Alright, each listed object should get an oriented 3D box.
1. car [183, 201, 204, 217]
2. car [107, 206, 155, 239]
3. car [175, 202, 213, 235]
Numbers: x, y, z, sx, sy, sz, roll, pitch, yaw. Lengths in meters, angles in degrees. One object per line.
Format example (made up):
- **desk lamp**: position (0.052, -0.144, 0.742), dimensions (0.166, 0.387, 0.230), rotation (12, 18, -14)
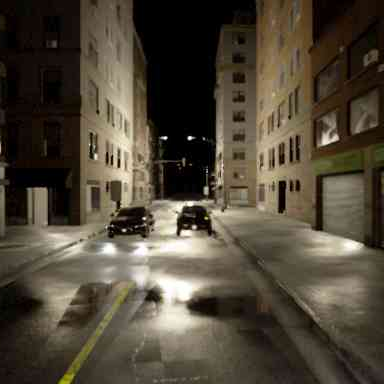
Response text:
- **car**: position (0.092, 1.585, 32.712), dimensions (1.895, 1.301, 4.718), rotation (0, 0, -1)
- **car**: position (-3.020, 1.498, 17.343), dimensions (1.837, 1.490, 4.892), rotation (0, -1, 1)
- **car**: position (0.108, 1.493, 18.550), dimensions (1.837, 1.490, 4.892), rotation (0, -1, 0)
